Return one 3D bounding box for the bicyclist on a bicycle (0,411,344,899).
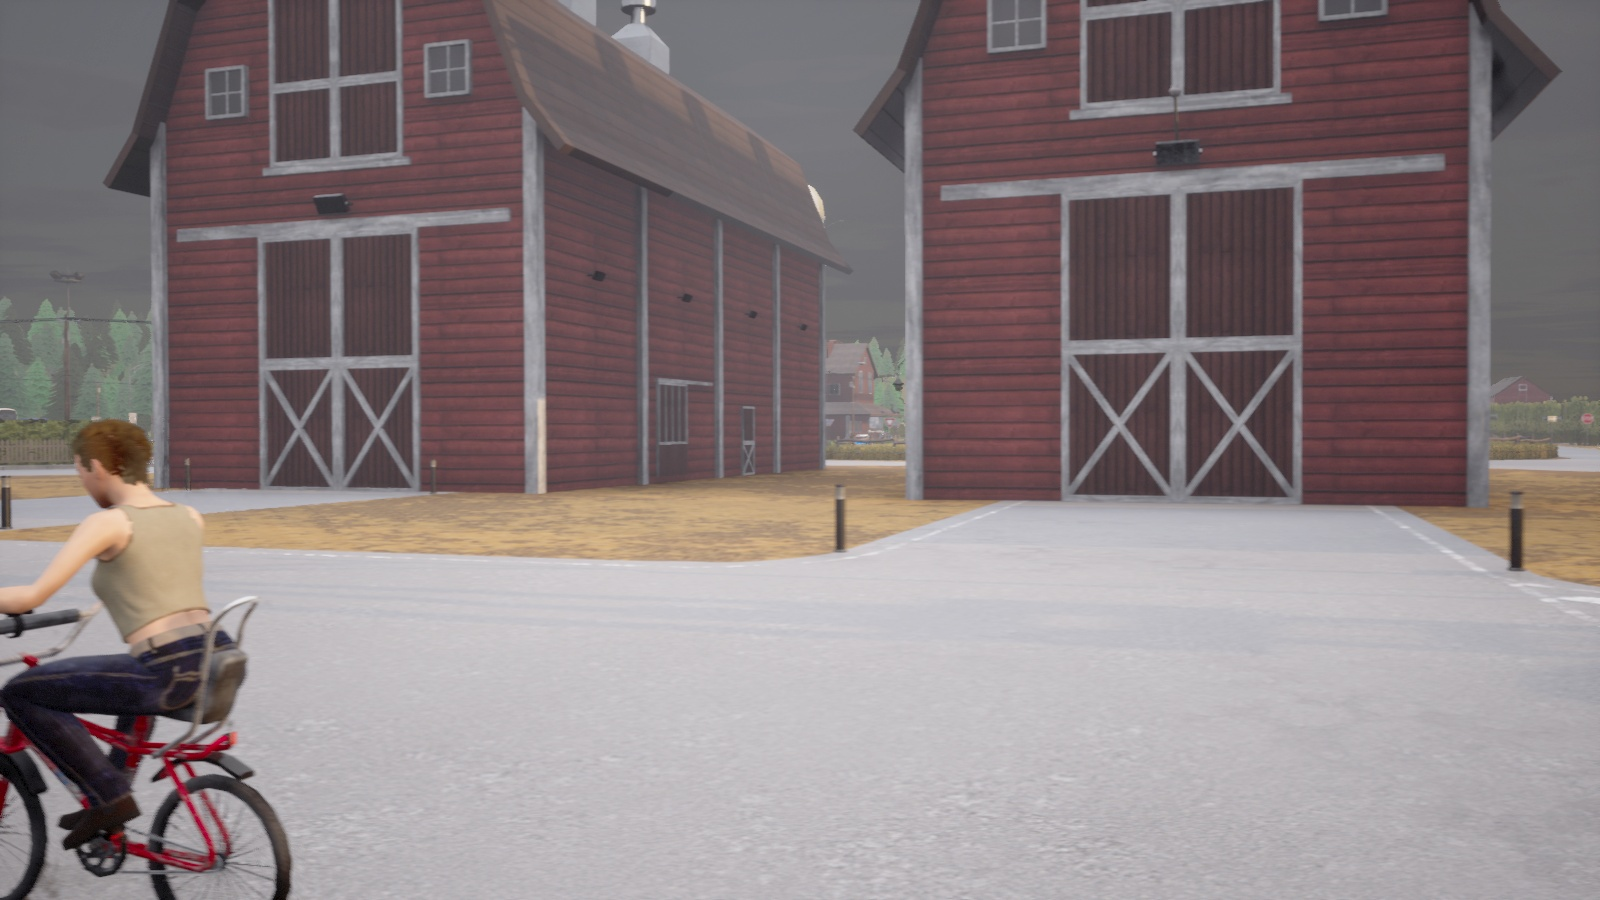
[{"bbox_3d":[-2.369,0.690,3.995,1.509,1.612,0.866,0,1,18],"label":"bicyclist on a bicycle"}]
